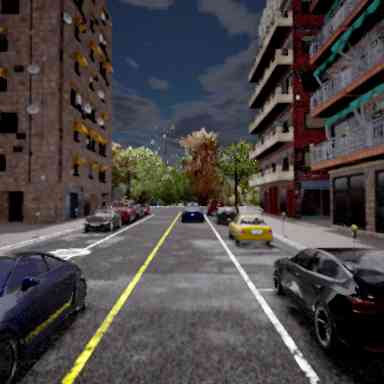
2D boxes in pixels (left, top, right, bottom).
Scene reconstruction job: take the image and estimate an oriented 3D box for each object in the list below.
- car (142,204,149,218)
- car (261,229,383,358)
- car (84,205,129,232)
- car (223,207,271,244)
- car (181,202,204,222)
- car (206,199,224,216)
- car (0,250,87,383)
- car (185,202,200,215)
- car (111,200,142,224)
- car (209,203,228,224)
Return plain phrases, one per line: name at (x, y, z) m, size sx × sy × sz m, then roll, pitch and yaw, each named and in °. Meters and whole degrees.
car at (-5.851, 1.957, 33.321) m, size 1.947 × 1.339 × 4.313 m, roll 1°, pitch -1°, yaw 0°
car at (2.764, 1.639, 6.100) m, size 1.947 × 1.339 × 4.313 m, roll 1°, pitch -1°, yaw 0°
car at (-5.837, 1.811, 22.185) m, size 2.008 × 1.369 × 4.403 m, roll 1°, pitch -1°, yaw 0°
car at (2.816, 1.723, 16.765) m, size 1.752 × 1.417 × 4.829 m, roll 1°, pitch -1°, yaw 0°
car at (0.064, 1.919, 30.194) m, size 1.994 × 1.385 × 4.181 m, roll 0°, pitch -1°, yaw 0°
car at (2.792, 1.772, 38.868) m, size 2.192 × 1.841 × 5.009 m, roll 1°, pitch -1°, yaw 0°
car at (-3.088, 1.623, 4.969) m, size 1.994 × 1.385 × 4.181 m, roll 0°, pitch -1°, yaw 0°
car at (0.066, 2.024, 42.354) m, size 1.812 × 1.442 × 4.674 m, roll 0°, pitch -1°, yaw 1°
car at (-5.841, 1.641, 27.755) m, size 2.192 × 1.841 × 5.009 m, roll 1°, pitch -1°, yaw 0°
car at (2.803, 1.877, 27.730) m, size 2.008 × 1.369 × 4.403 m, roll 1°, pitch -1°, yaw 0°
